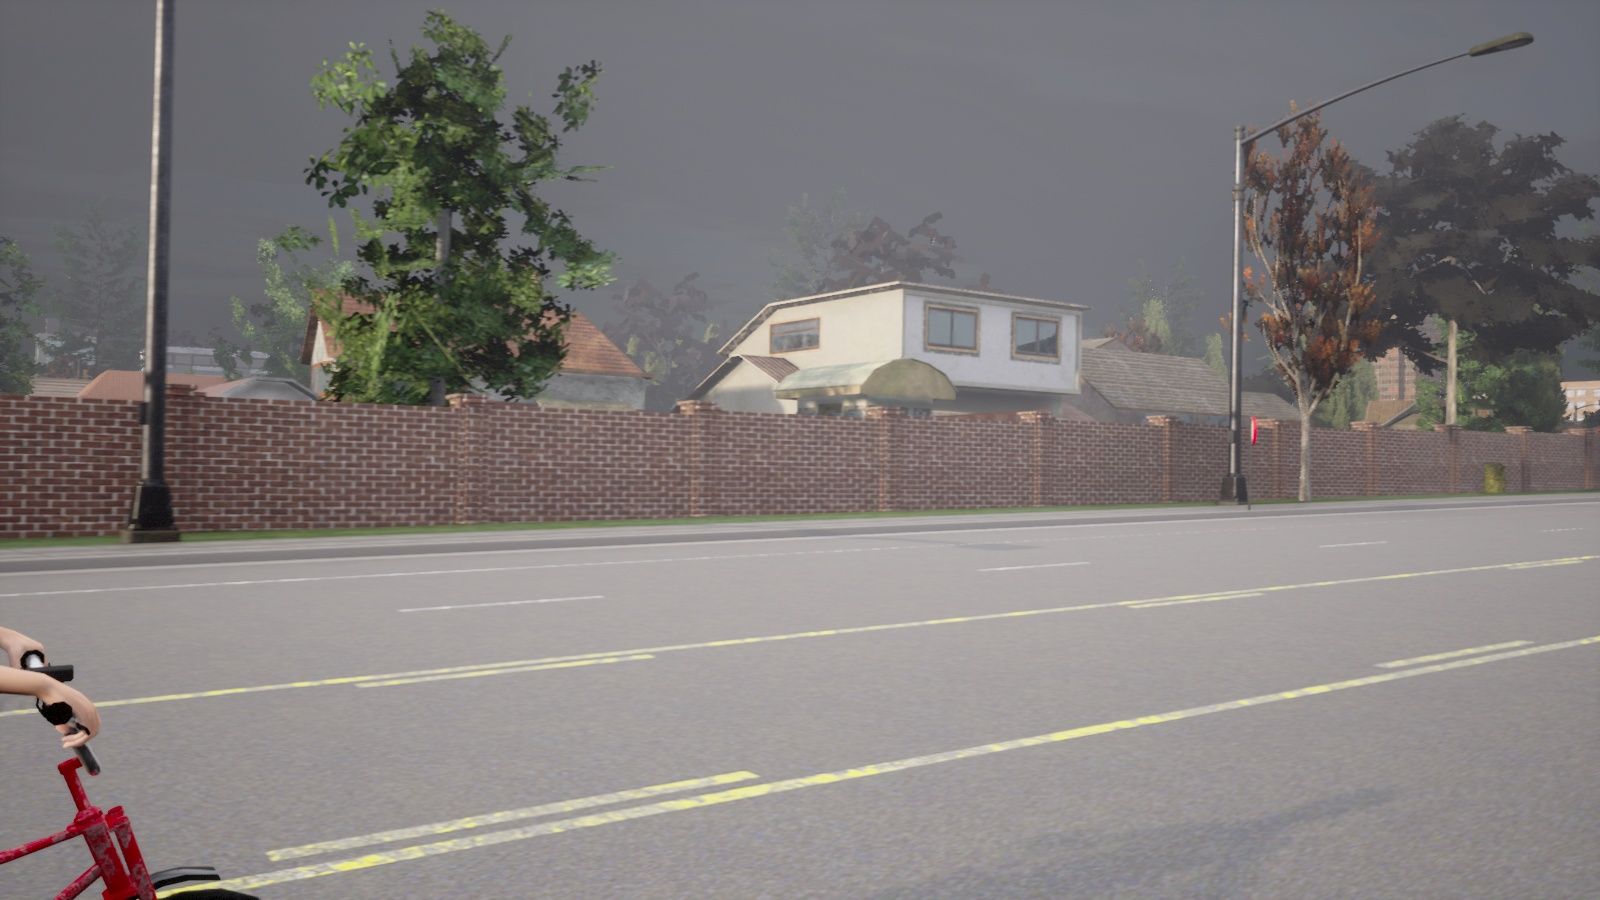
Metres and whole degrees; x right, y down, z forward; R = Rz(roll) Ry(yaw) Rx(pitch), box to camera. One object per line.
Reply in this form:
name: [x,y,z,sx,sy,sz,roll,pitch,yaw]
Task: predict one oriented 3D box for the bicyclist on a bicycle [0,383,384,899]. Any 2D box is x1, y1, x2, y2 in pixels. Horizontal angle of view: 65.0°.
bicyclist on a bicycle: [-1.710,0.691,2.465,1.509,1.612,0.866,0,0,-35]
